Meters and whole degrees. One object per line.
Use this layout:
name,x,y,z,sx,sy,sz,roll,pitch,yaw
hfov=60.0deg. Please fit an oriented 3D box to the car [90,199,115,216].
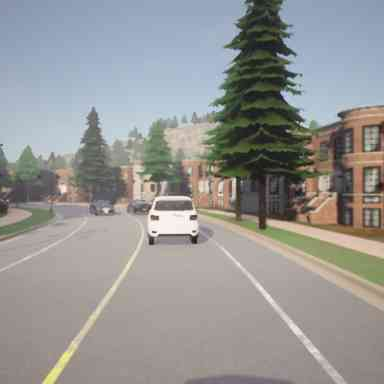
car,-8.601,1.472,31.860,2.128,1.511,4.902,0,0,-23

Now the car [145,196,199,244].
car,-1.016,1.203,15.982,2.150,2.045,5.566,0,0,-7

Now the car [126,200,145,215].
car,-5.466,1.496,33.867,1.812,1.442,4.674,0,0,-22
